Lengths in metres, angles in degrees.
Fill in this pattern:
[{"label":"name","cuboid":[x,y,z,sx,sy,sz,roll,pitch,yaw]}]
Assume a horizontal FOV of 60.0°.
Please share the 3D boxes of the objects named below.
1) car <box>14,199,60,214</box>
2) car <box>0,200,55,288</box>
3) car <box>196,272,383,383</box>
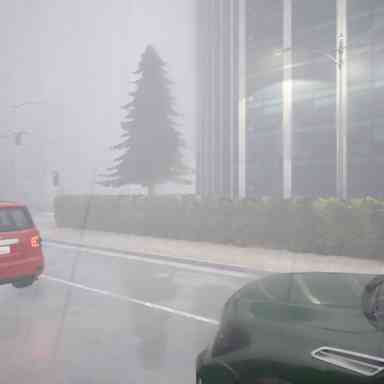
[{"label":"car","cuboid":[-17.192,1.564,37.063,1.994,1.385,4.181,0,0,36]},{"label":"car","cuboid":[-5.778,1.221,8.059,5.566,2.045,2.150,0,0,38]},{"label":"car","cuboid":[2.688,1.221,2.073,5.566,2.045,2.150,0,0,36]}]
